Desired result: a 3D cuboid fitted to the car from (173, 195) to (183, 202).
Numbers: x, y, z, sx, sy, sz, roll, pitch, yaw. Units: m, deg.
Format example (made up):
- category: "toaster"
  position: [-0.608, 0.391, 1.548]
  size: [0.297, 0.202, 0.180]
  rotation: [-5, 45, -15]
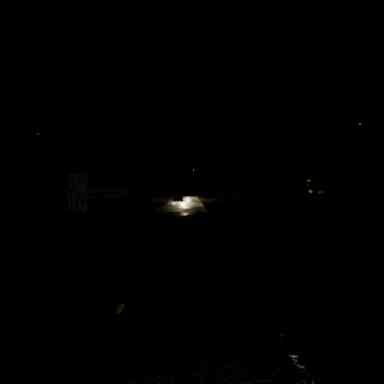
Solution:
- category: "car"
  position: [-2.751, 1.253, 65.701]
  size: [1.882, 1.535, 5.008]
  rotation: [0, 1, 0]
